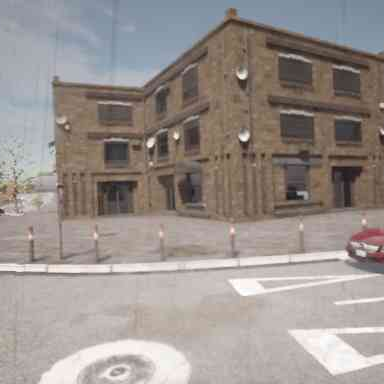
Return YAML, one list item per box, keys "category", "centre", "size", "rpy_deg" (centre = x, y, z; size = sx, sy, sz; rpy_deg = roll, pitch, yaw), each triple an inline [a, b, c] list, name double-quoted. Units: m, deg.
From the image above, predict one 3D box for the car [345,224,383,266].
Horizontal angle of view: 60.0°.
- category: "car"
  centre: [6.447, 1.172, 8.930]
  size: [4.674, 1.442, 1.812]
  rpy_deg: [-3, 1, -15]

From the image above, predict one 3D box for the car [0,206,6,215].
- category: "car"
  centre: [-35.036, 3.311, 59.924]
  size: [1.882, 1.535, 5.008]
  rpy_deg: [-2, -1, -19]
